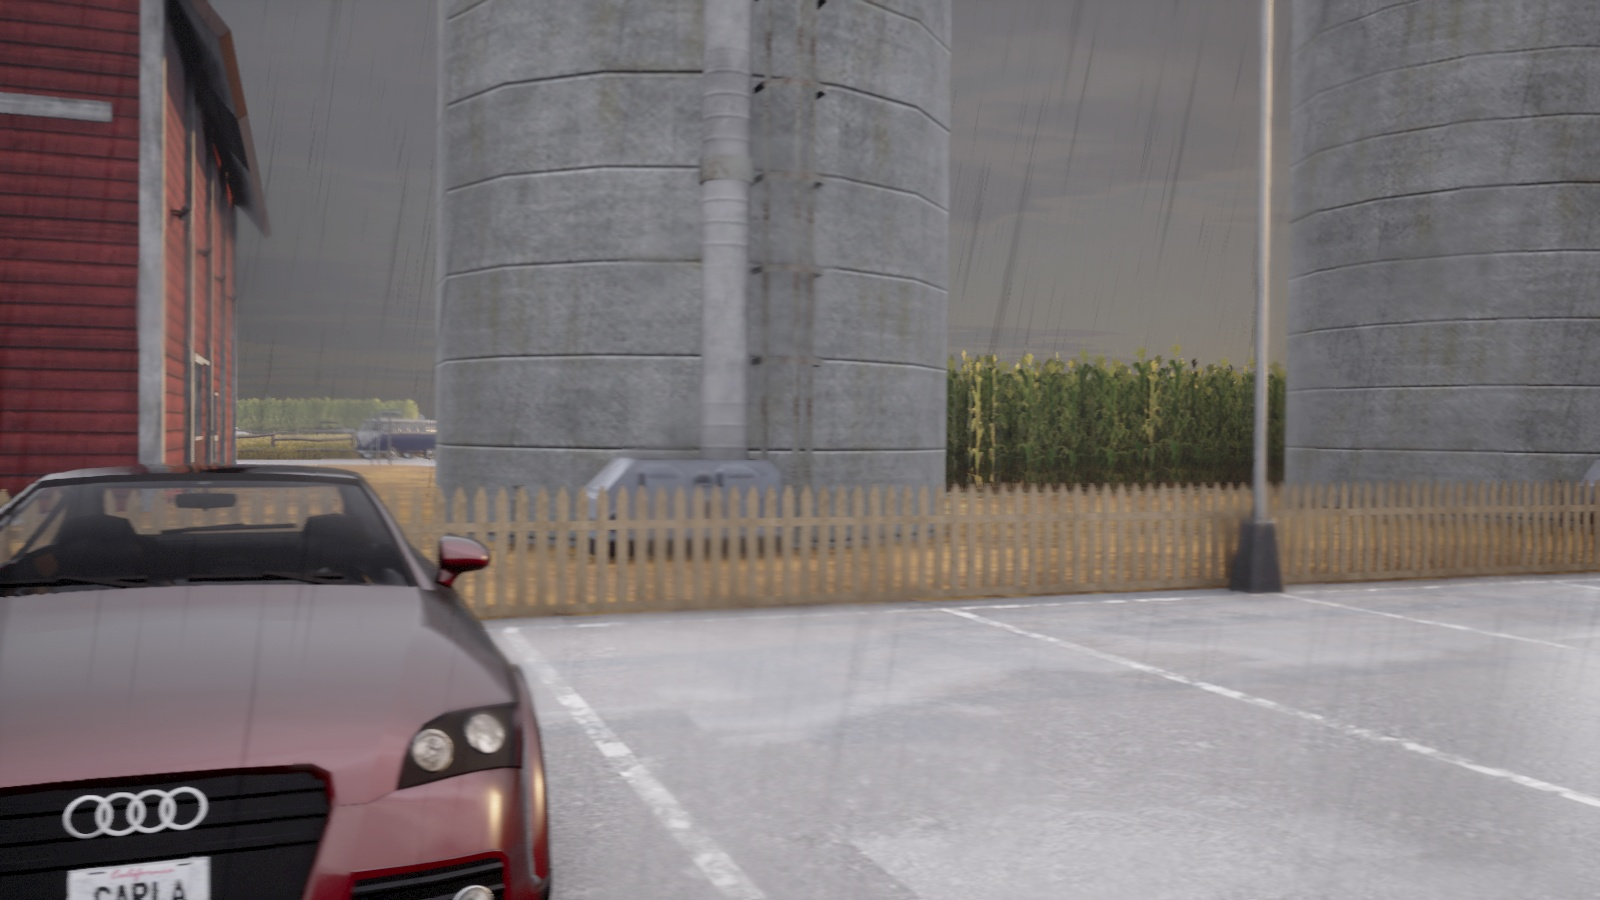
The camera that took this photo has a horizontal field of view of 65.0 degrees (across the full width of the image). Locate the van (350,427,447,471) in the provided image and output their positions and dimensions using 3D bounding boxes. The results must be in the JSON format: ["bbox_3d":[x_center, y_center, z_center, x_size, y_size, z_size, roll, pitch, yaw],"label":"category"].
[{"bbox_3d":[-19.124,-0.079,59.975,1.775,1.987,4.442,0,1,27],"label":"van"}]
